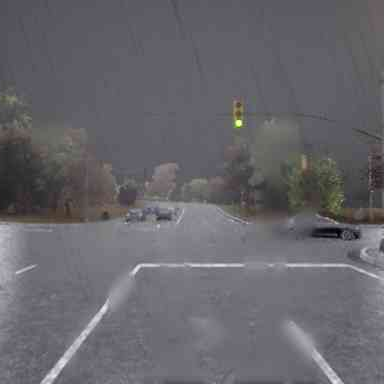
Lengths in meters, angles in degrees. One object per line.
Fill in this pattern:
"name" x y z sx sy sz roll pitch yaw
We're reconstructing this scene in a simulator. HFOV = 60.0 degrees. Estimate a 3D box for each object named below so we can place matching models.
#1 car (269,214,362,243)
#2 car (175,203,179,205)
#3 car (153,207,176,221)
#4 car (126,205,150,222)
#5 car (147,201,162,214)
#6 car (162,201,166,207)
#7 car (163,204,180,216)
"car" 6.786 1.993 18.558 4.902 1.511 2.128 0 -2 1
"car" -3.533 3.307 72.877 1.837 1.490 4.892 0 0 0
"car" -3.618 3.123 44.234 2.033 1.411 5.357 0 -2 0
"car" -7.116 2.889 42.904 2.097 1.767 4.553 0 -2 0
"car" -7.100 3.062 58.437 2.150 2.045 5.566 0 0 0
"car" -7.034 3.391 74.011 1.895 1.301 4.718 0 0 0
"car" -3.603 3.360 57.688 1.812 1.442 4.674 0 0 0
